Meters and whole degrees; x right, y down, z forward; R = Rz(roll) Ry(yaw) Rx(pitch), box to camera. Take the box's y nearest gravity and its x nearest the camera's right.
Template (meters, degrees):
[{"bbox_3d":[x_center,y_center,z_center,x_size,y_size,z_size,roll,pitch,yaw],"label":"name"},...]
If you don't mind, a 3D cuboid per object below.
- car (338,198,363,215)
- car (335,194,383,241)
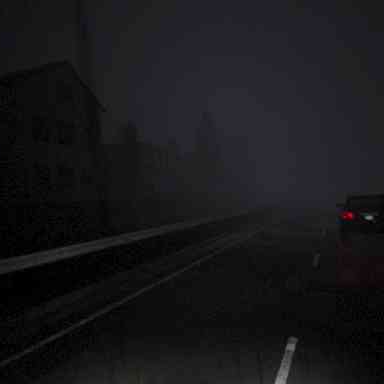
[{"bbox_3d":[15.348,1.369,32.441,1.994,1.385,4.181,-1,0,23],"label":"car"},{"bbox_3d":[8.196,1.114,15.903,2.150,2.045,5.566,-1,0,23],"label":"car"}]
